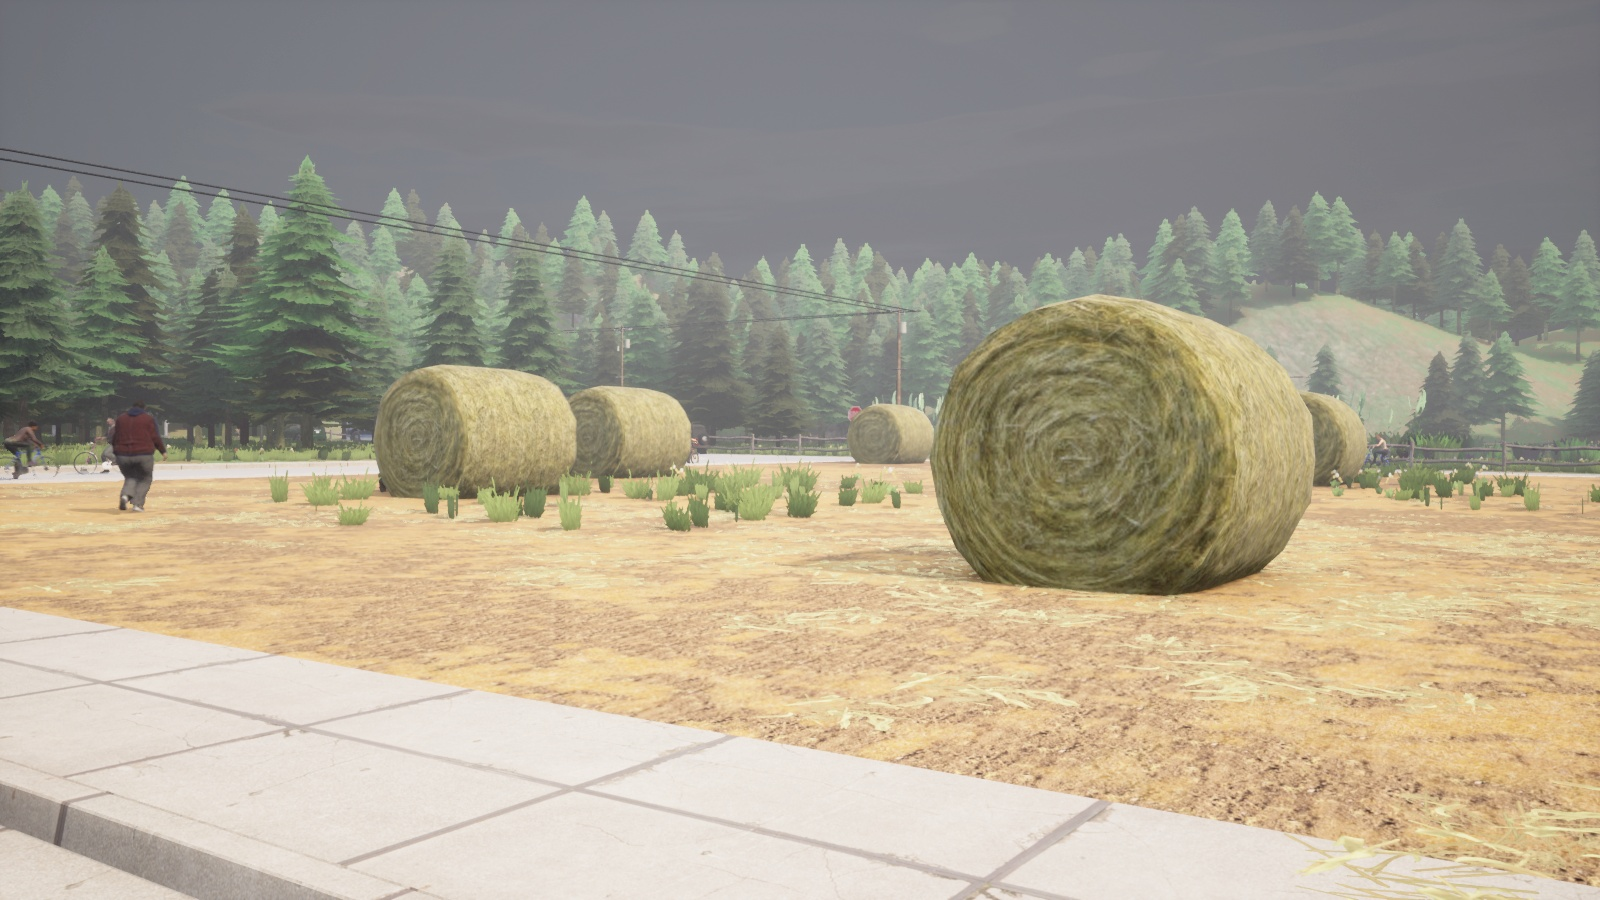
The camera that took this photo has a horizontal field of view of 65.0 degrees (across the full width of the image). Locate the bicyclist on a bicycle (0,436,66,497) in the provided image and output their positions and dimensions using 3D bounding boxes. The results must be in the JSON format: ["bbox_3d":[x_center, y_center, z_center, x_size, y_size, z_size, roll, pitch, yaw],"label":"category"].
[{"bbox_3d":[-20.752,0.425,33.771,0.582,1.620,1.656,0,1,35],"label":"bicyclist on a bicycle"}]

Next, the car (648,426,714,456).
[{"bbox_3d":[-7.577,-0.556,79.850,3.866,1.878,1.905,0,1,37],"label":"car"}]

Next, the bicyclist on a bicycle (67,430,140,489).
[{"bbox_3d":[-21.509,0.277,38.810,0.659,1.776,1.843,0,1,35],"label":"bicyclist on a bicycle"}]

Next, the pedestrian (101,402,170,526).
[{"bbox_3d":[-10.143,0.206,19.196,0.634,1.844,0.899,-1,1,-8],"label":"pedestrian"}]

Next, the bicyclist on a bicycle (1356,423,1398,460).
[{"bbox_3d":[25.136,-0.366,54.702,1.509,1.612,0.866,0,1,38],"label":"bicyclist on a bicycle"}]
